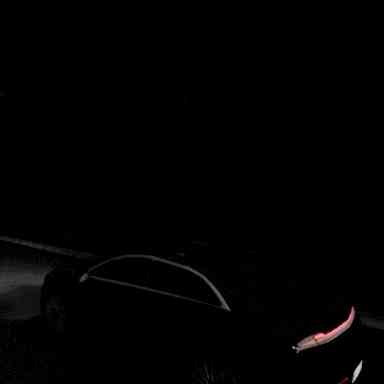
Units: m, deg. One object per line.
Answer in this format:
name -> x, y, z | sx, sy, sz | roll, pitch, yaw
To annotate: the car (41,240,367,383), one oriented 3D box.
car -> -0.305, 1.448, 4.685 | 4.902, 1.511, 2.128 | 1, 1, 40
